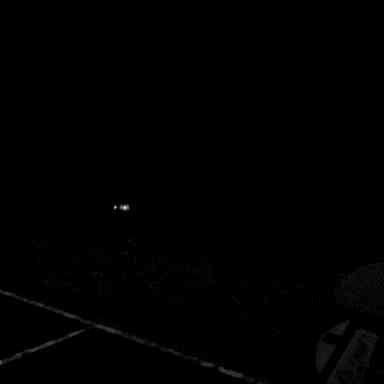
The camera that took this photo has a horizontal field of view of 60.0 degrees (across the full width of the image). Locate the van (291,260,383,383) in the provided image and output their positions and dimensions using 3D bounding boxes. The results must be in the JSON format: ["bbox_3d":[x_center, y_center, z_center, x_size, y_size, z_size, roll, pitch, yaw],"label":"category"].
[{"bbox_3d":[2.361,1.339,1.284,3.998,1.788,1.690,0,0,36],"label":"van"}]
